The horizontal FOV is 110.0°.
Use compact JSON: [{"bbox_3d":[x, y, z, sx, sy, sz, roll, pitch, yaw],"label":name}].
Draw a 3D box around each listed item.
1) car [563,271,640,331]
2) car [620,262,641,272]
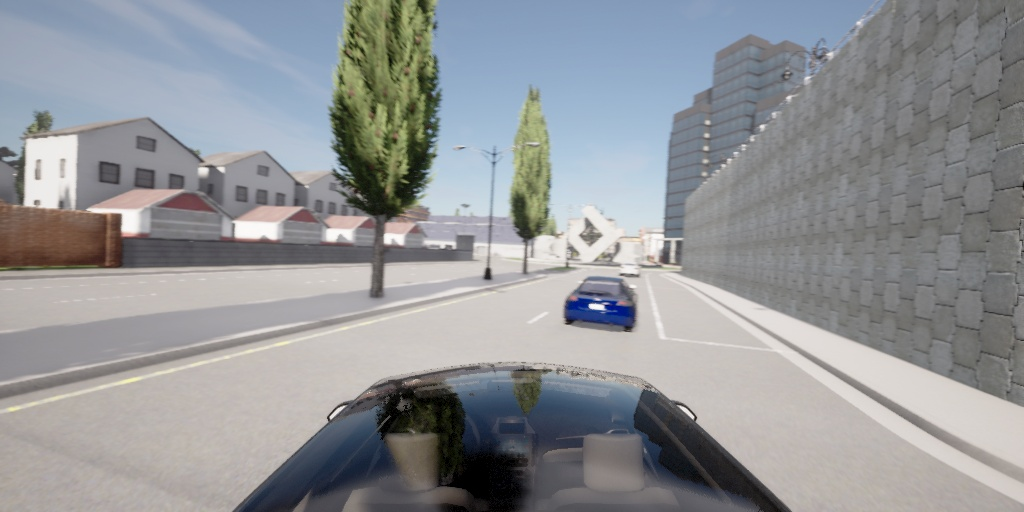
[{"bbox_3d":[2.941,1.331,11.456,1.994,1.385,4.181,4,1,20],"label":"car"},{"bbox_3d":[12.156,1.341,36.853,1.812,1.442,4.674,4,1,21],"label":"car"}]
